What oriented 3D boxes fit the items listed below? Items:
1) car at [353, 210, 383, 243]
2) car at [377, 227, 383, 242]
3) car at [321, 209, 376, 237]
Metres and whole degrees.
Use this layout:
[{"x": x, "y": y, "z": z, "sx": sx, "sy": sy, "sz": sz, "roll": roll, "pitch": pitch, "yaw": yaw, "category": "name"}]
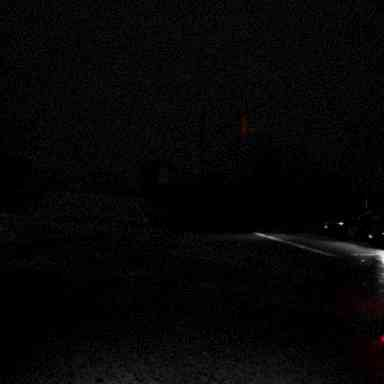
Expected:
[{"x": 10.359, "y": 1.778, "z": 15.653, "sx": 4.674, "sy": 1.442, "sz": 1.812, "roll": 1, "pitch": 0, "yaw": -14, "category": "car"}, {"x": 6.993, "y": 1.680, "z": 7.495, "sx": 4.892, "sy": 1.490, "sz": 1.837, "roll": 1, "pitch": 0, "yaw": -14, "category": "car"}, {"x": 9.846, "y": 1.736, "z": 19.134, "sx": 4.902, "sy": 1.511, "sz": 2.128, "roll": 1, "pitch": 0, "yaw": -14, "category": "car"}]
